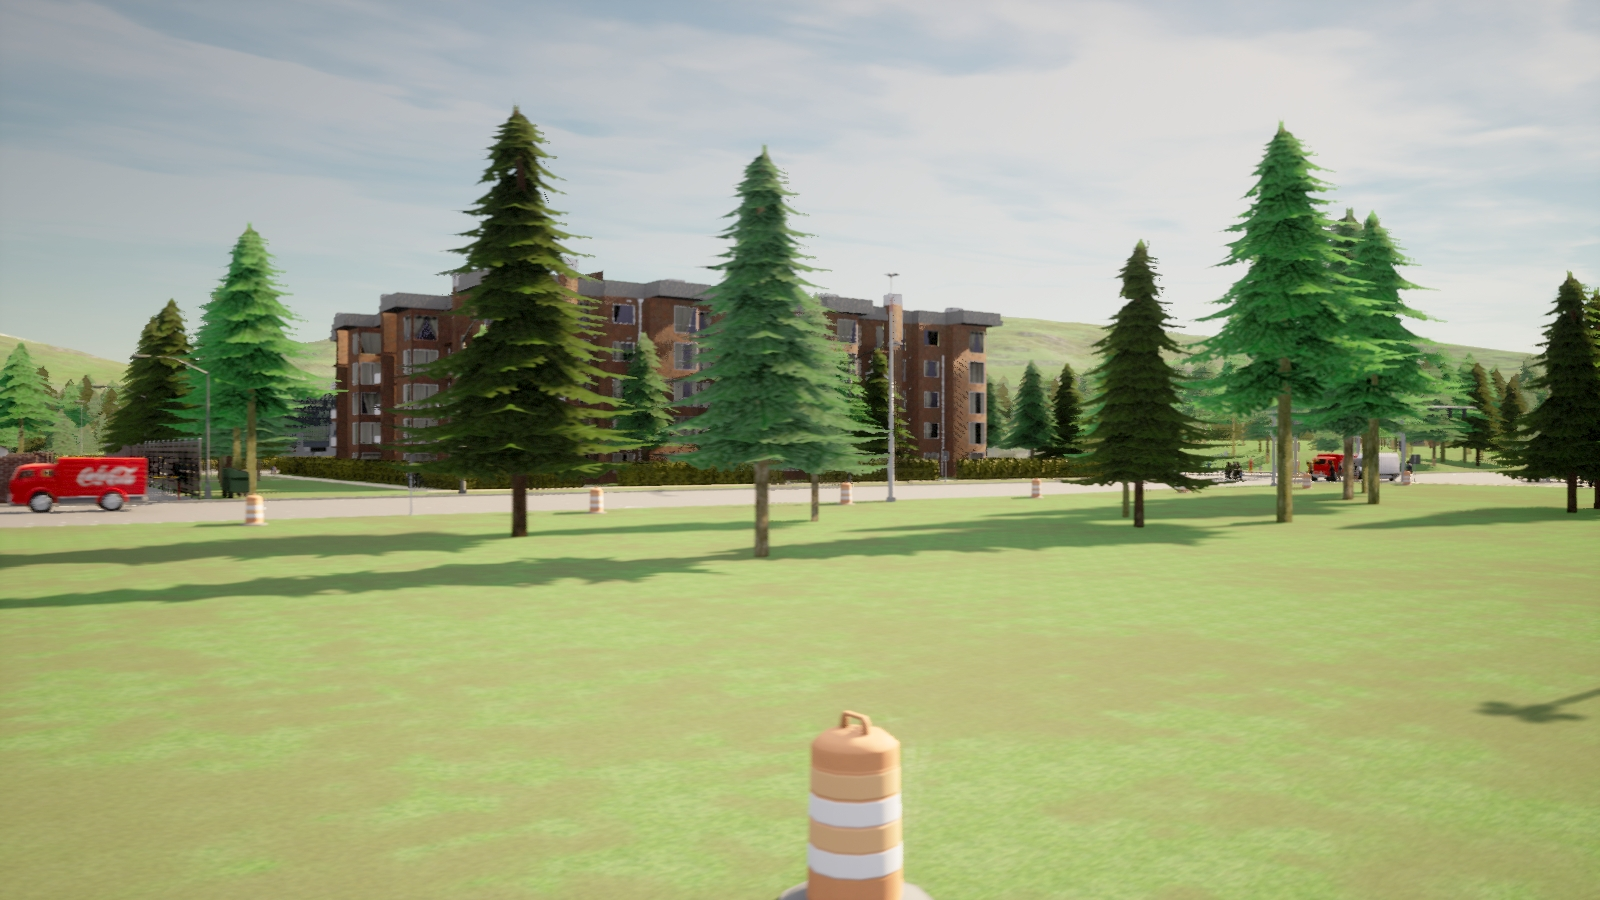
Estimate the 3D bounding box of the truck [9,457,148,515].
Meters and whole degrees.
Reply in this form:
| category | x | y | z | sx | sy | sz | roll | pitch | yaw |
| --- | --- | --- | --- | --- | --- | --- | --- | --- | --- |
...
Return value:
| category | x | y | z | sx | sy | sz | roll | pitch | yaw |
| --- | --- | --- | --- | --- | --- | --- | --- | --- | --- |
| truck | -32.713 | 1.568 | 51.829 | 5.204 | 2.467 | 2.627 | 0 | 0 | -35 |
